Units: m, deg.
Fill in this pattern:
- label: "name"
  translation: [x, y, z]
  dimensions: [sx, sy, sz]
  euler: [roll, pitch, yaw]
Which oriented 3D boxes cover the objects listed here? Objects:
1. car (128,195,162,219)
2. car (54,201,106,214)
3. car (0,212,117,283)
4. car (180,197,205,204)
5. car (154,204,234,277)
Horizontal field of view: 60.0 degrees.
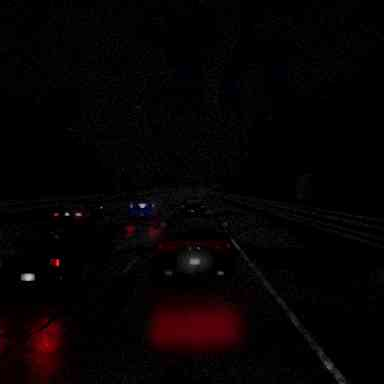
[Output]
- label: "car"
  translation: [-3.466, 1.001, 25.391]
  dimensions: [2.097, 1.767, 4.553]
  euler: [0, 1, 0]
- label: "car"
  translation: [-6.974, 1.256, 21.091]
  dimensions: [2.033, 1.411, 5.357]
  euler: [0, 1, 0]
- label: "car"
  translation: [-3.436, 1.473, 9.203]
  dimensions: [1.895, 1.301, 4.718]
  euler: [0, 1, 0]
- label: "car"
  translation: [0.035, 1.158, 26.577]
  dimensions: [1.812, 1.442, 4.674]
  euler: [0, 1, 0]
- label: "car"
  translation: [0.064, 1.341, 9.785]
  dimensions: [1.882, 1.535, 5.008]
  euler: [0, 1, 0]
